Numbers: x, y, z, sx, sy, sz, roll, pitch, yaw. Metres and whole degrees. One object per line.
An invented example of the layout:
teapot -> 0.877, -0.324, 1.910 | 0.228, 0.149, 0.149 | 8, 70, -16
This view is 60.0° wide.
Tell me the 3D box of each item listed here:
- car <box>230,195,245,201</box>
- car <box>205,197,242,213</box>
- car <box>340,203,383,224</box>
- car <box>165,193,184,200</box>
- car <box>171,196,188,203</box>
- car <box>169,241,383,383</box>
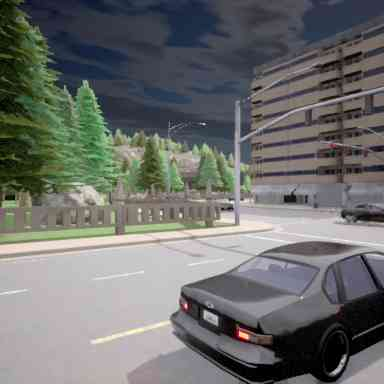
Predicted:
car -> 10.400, 1.484, 78.788 | 2.033, 1.411, 5.357 | 0, 0, 40
car -> 2.784, 1.492, 36.575 | 2.033, 1.411, 5.357 | 0, 0, -30
car -> 12.443, 1.473, 22.225 | 2.128, 1.511, 4.902 | 0, 0, -35
car -> -3.010, 1.169, 51.931 | 2.150, 2.045, 5.566 | 0, 0, -7
car -> -2.480, 1.495, 68.100 | 2.033, 1.411, 5.357 | 0, 0, 14
car -> 2.277, 1.547, 5.414 | 5.357, 1.411, 2.033 | 0, 0, -35
